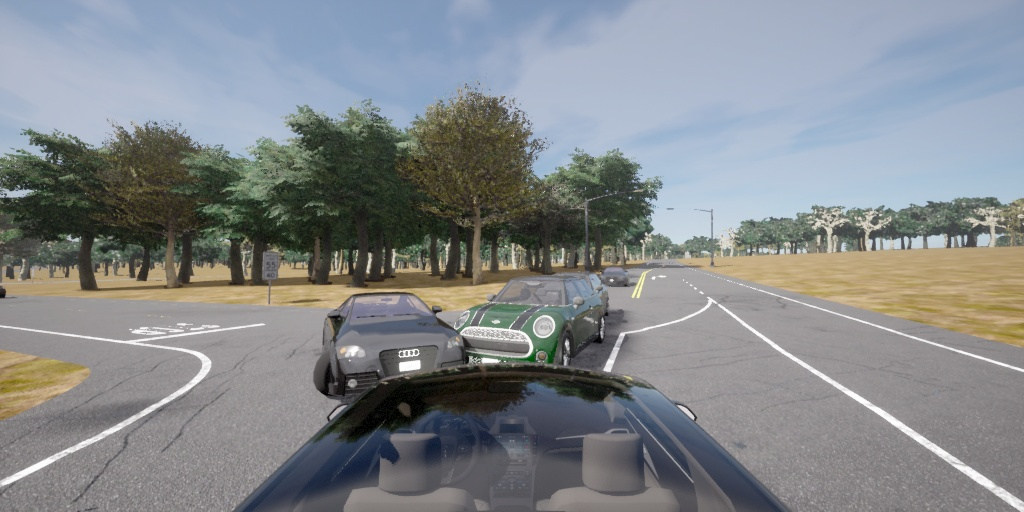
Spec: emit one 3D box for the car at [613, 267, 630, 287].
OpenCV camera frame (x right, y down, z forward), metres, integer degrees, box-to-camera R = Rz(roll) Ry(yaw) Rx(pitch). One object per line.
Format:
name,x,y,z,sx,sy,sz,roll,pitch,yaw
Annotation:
car,7.595,1.505,26.550,1.994,1.385,4.181,-1,0,22

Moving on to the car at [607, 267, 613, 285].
car,2.022,1.344,12.158,2.097,1.767,4.553,-1,-1,21

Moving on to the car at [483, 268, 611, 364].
car,0.615,1.218,7.845,2.097,1.767,4.553,-1,-2,26

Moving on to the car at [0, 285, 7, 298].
car,-40.862,2.562,27.403,4.181,1.385,1.994,-2,-3,22

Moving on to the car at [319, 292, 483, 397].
car,-2.356,1.376,6.640,1.994,1.385,4.181,1,-2,-29
